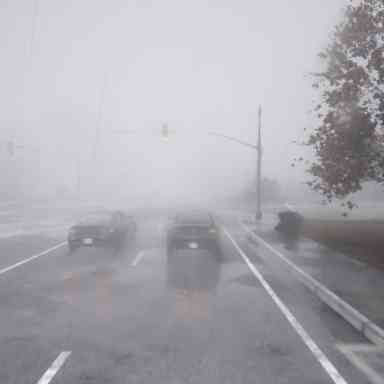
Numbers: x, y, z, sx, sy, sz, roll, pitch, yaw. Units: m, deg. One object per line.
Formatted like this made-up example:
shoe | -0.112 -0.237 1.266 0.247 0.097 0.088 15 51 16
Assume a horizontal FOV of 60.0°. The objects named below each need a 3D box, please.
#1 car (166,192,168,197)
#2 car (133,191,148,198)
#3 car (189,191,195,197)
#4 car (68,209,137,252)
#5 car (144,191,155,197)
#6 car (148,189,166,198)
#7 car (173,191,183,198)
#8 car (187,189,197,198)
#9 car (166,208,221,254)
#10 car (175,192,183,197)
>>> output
car | -7.000 0.551 82.211 1.837 1.490 4.892 0 -1 0
car | -10.504 0.429 66.639 1.994 1.385 4.181 0 -1 0
car | 0.000 0.629 92.031 1.882 1.535 5.008 0 -1 0
car | -3.433 1.400 13.315 1.812 1.442 4.674 0 1 0
car | -10.500 0.595 82.136 2.033 1.411 5.357 0 -1 0
car | -7.008 0.229 66.765 2.097 1.767 4.553 0 -1 0
car | -3.500 0.488 81.980 2.097 1.767 4.553 0 -1 0
car | 0.000 0.351 81.625 2.150 2.045 5.566 0 -1 0
car | 0.063 1.387 12.895 1.837 1.490 4.892 0 1 0
car | -3.500 0.692 92.030 2.033 1.411 5.357 0 -1 0
